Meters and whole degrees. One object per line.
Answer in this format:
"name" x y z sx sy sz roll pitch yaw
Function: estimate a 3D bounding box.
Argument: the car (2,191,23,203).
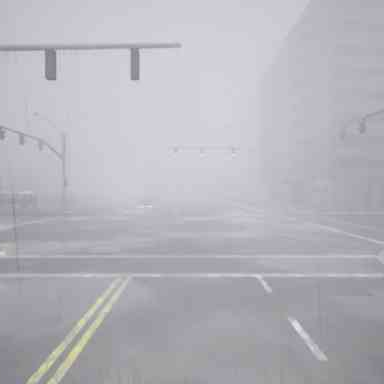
"car" -43.579 0.973 80.756 1.905 1.878 3.866 0 0 0

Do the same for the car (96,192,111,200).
"car" -21.061 0.971 80.662 1.932 1.855 4.605 0 0 0

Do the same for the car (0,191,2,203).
"car" -46.474 1.212 80.777 1.970 1.475 3.806 0 0 0

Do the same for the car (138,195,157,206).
"car" -7.074 1.447 51.836 1.994 1.385 4.181 0 0 0

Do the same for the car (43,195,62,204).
"car" -26.720 1.252 63.269 1.970 1.475 3.806 0 0 0

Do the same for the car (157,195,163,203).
"car" -7.014 1.347 67.501 1.837 1.490 4.892 0 1 0

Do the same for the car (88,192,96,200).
"car" -23.955 0.973 80.726 1.905 1.878 3.866 0 0 0
